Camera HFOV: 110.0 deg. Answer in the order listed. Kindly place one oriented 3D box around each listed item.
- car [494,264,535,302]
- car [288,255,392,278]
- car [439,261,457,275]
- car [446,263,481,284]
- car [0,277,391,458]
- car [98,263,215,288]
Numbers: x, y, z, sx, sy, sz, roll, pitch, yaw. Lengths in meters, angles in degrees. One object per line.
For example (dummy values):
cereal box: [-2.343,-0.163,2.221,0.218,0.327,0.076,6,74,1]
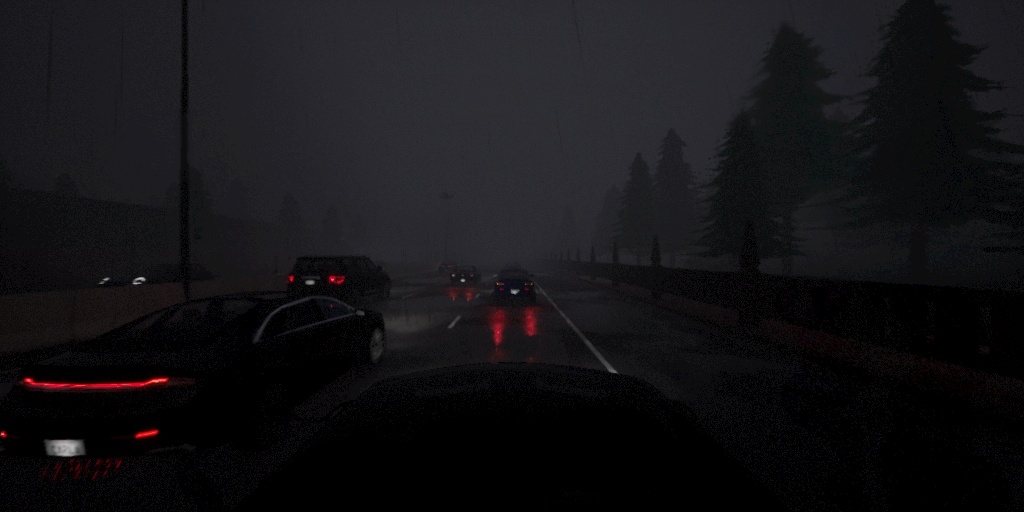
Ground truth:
car: [0.098,1.298,17.183,1.812,1.442,4.674,0,0,0]
car: [-6.901,0.991,14.931,2.150,2.045,5.566,0,0,0]
car: [-6.908,1.297,40.024,2.128,1.511,4.902,0,0,0]
car: [-3.405,1.387,27.089,1.895,1.301,4.718,0,0,0]
car: [-3.400,1.247,5.153,2.128,1.511,4.902,0,0,0]
car: [-17.597,1.124,18.041,2.097,1.767,4.553,0,0,0]
